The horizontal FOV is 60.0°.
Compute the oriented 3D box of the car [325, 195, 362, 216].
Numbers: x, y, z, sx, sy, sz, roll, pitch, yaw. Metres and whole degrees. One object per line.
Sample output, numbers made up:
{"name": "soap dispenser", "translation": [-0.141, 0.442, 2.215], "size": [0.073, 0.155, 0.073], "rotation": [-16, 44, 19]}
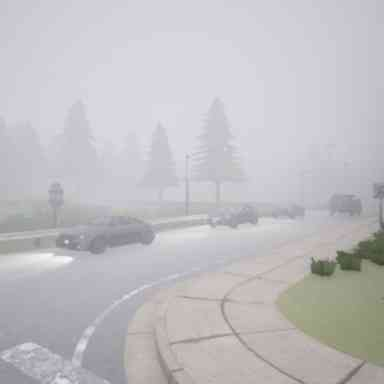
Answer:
{"name": "car", "translation": [15.462, 1.283, 33.421], "size": [2.150, 2.045, 5.566], "rotation": [-1, 0, 37]}

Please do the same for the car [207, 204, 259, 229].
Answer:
{"name": "car", "translation": [2.885, 1.594, 22.656], "size": [2.128, 1.511, 4.902], "rotation": [-1, 0, 37]}

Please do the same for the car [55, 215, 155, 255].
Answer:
{"name": "car", "translation": [-3.514, 1.669, 14.027], "size": [1.994, 1.385, 4.181], "rotation": [-1, 0, 36]}

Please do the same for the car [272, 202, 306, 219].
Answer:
{"name": "car", "translation": [9.056, 1.624, 30.964], "size": [1.812, 1.442, 4.674], "rotation": [-1, 0, 36]}

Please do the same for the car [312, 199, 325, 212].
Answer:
{"name": "car", "translation": [16.192, 1.621, 40.524], "size": [1.812, 1.442, 4.674], "rotation": [-1, -1, 37]}
